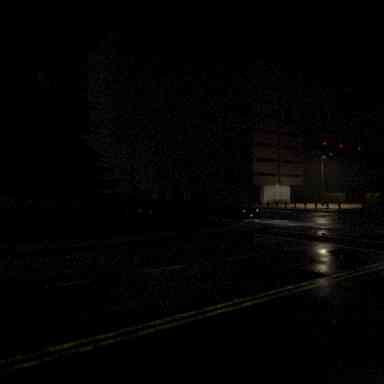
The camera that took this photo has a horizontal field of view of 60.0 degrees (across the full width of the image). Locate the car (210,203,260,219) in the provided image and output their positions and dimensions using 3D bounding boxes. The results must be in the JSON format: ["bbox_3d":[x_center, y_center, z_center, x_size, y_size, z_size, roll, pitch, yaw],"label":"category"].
[{"bbox_3d":[3.634,1.601,28.943,1.895,1.301,4.718,0,0,-34],"label":"car"}]

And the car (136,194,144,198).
[{"bbox_3d":[-8.056,1.221,45.387,2.150,2.045,5.566,0,0,-35],"label":"car"}]
